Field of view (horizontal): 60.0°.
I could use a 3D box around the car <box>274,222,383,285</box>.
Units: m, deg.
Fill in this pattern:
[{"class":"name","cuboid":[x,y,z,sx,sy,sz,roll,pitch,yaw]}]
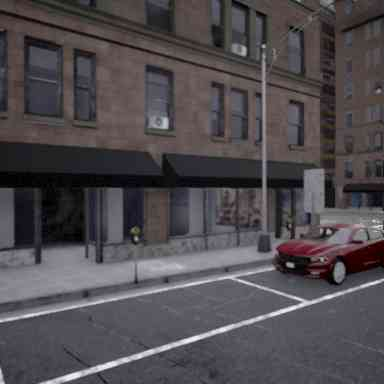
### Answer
[{"class":"car","cuboid":[4.282,1.588,9.596,4.507,1.381,1.887,0,-1,-35]}]
